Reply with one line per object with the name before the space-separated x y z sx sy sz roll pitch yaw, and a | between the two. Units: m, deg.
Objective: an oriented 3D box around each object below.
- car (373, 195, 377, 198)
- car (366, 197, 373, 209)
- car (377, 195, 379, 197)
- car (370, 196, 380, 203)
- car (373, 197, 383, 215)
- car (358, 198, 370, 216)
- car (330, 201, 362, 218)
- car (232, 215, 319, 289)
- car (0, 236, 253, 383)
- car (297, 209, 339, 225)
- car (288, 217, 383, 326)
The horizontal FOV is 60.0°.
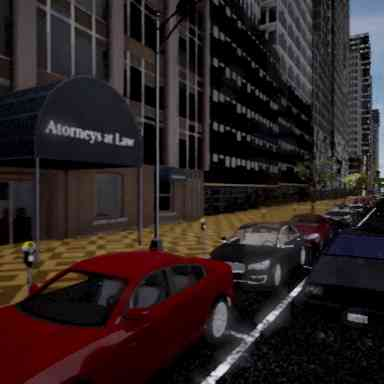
car | 25.220 1.531 48.234 1.967 1.590 4.097 0 0 31
car | 22.311 1.660 43.351 1.802 1.307 4.206 0 0 31
car | 30.951 1.640 57.854 1.752 1.417 4.829 0 0 31
car | 42.673 1.712 77.532 2.008 1.369 4.403 0 0 31
car | 20.382 1.561 34.839 1.882 1.535 5.008 1 0 31
car | 16.494 1.605 33.585 2.008 1.369 4.403 0 0 31
car | 10.676 1.580 23.820 2.008 1.369 4.403 0 0 31
car | 1.950 1.542 9.171 2.008 1.369 4.403 0 0 31
car | -0.958 1.524 4.288 1.887 1.381 4.507 0 0 31
car | 4.859 1.586 14.054 1.802 1.307 4.206 0 0 31
car | 3.921 1.559 7.406 2.033 1.411 5.357 1 0 31
